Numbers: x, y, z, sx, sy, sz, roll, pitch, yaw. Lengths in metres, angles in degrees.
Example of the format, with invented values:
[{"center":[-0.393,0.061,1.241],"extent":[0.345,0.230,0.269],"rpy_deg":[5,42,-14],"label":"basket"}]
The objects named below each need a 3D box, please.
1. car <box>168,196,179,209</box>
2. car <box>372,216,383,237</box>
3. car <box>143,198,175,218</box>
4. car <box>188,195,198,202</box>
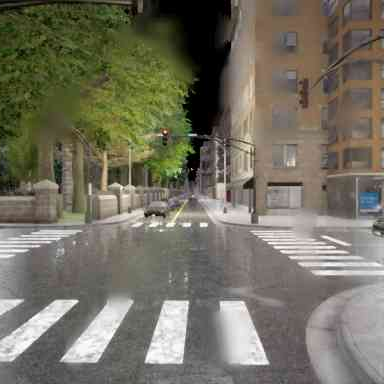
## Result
[{"center":[-3.004,1.465,40.695],"extent":[1.837,1.490,4.892],"rpy_deg":[0,0,0],"label":"car"},{"center":[11.003,1.366,15.589],"extent":[4.553,1.767,2.097],"rpy_deg":[0,0,0],"label":"car"},{"center":[-3.023,1.528,29.863],"extent":[2.033,1.411,5.357],"rpy_deg":[0,0,3],"label":"car"},{"center":[0.198,1.424,70.777],"extent":[1.812,1.442,4.674],"rpy_deg":[0,0,0],"label":"car"}]
